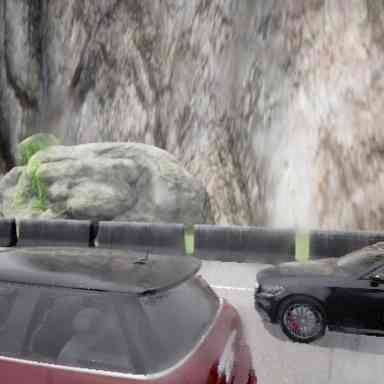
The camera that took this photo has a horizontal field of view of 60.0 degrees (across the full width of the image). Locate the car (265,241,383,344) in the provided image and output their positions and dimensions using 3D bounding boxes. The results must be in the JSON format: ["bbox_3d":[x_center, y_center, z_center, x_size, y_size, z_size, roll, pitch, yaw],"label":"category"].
[{"bbox_3d":[3.369,1.522,5.298,4.674,1.442,1.812,0,0,17],"label":"car"}]

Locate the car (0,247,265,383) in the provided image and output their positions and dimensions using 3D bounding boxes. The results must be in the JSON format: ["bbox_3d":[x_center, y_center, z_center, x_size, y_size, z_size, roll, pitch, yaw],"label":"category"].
[{"bbox_3d":[-1.737,1.353,3.211,4.553,1.767,2.097,0,0,17],"label":"car"}]
